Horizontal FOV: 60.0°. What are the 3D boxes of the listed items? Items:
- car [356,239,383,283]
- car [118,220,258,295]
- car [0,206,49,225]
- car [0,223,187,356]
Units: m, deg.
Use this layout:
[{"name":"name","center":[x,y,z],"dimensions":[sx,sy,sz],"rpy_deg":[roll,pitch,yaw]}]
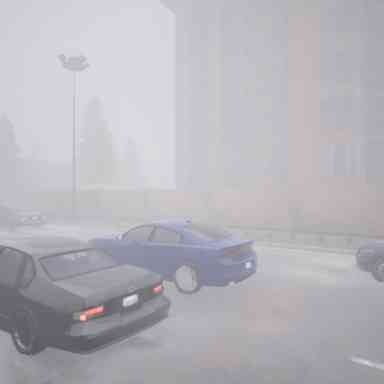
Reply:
[{"name":"car","center":[6.505,1.525,7.937],"dimensions":[4.674,1.442,1.812],"rpy_deg":[0,0,35]},{"name":"car","center":[-0.758,1.478,8.836],"dimensions":[5.008,1.535,1.882],"rpy_deg":[0,0,36]},{"name":"car","center":[-11.032,1.549,20.475],"dimensions":[5.357,1.411,2.033],"rpy_deg":[0,0,36]},{"name":"car","center":[-2.895,1.548,6.062],"dimensions":[5.357,1.411,2.033],"rpy_deg":[0,0,36]}]
